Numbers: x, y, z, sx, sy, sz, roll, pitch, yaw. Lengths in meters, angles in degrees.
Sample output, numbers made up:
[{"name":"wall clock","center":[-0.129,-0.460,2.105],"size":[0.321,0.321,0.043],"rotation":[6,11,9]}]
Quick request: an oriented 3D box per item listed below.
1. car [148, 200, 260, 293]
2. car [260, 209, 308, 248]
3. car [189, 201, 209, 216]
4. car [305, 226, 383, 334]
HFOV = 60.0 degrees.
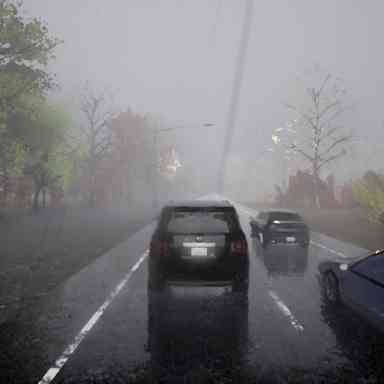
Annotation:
[{"name":"car","center":[0.161,1.222,8.972],"size":[2.150,2.045,5.566],"rotation":[0,0,1]},{"name":"car","center":[3.744,1.505,14.852],"size":[1.837,1.490,4.892],"rotation":[0,0,1]},{"name":"car","center":[0.739,1.601,33.306],"size":[1.895,1.301,4.718],"rotation":[0,0,2]},{"name":"car","center":[3.631,1.547,4.895],"size":[2.033,1.411,5.357],"rotation":[0,0,0]}]
